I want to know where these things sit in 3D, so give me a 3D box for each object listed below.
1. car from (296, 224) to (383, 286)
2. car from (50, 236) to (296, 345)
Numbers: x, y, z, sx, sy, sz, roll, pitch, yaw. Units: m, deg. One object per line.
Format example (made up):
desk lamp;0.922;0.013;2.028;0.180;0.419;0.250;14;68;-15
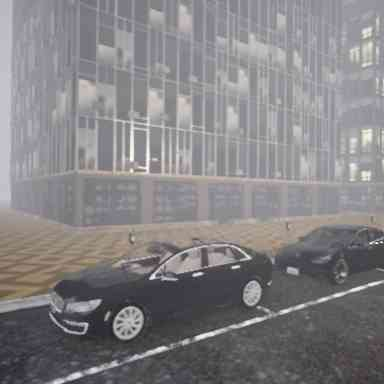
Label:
car;4.318;1.635;9.635;4.313;1.339;1.947;1;0;-35
car;-0.316;1.576;6.330;4.403;1.369;2.008;1;0;-35
